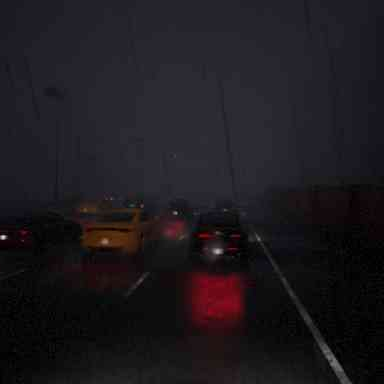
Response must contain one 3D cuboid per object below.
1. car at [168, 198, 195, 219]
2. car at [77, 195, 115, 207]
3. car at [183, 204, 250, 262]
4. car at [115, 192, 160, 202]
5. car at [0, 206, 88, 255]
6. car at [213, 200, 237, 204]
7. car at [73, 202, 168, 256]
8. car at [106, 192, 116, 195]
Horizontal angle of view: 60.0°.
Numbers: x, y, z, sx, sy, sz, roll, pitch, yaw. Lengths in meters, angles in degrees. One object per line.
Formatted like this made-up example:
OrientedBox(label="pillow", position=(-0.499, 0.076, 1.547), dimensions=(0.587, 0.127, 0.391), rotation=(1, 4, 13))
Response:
OrientedBox(label="car", position=(-0.938, 1.265, 26.363), dimensions=(1.837, 1.490, 4.892), rotation=(0, 0, 6))
OrientedBox(label="car", position=(-7.833, 1.226, 27.741), dimensions=(1.882, 1.535, 5.008), rotation=(0, 0, 6))
OrientedBox(label="car", position=(0.989, 1.398, 11.806), dimensions=(1.837, 1.490, 4.892), rotation=(0, 1, 6))
OrientedBox(label="car", position=(-4.350, 1.104, 27.386), dimensions=(2.097, 1.767, 4.553), rotation=(0, 1, 6))
OrientedBox(label="car", position=(-5.931, 1.445, 12.896), dimensions=(1.994, 1.385, 4.181), rotation=(0, 0, 6))
OrientedBox(label="car", position=(2.637, 1.320, 26.881), dimensions=(1.994, 1.385, 4.181), rotation=(0, 0, 6))
OrientedBox(label="car", position=(-2.424, 1.361, 12.768), dimensions=(1.882, 1.535, 5.008), rotation=(0, 0, 6))
OrientedBox(label="car", position=(-19.638, 0.772, 81.251), dimensions=(1.994, 1.385, 4.181), rotation=(0, 1, 6))
